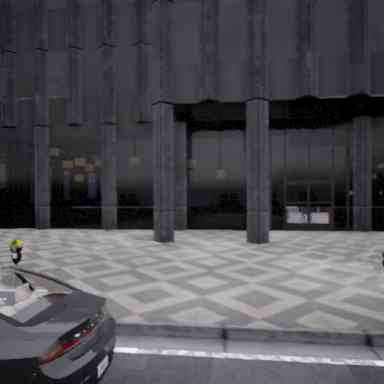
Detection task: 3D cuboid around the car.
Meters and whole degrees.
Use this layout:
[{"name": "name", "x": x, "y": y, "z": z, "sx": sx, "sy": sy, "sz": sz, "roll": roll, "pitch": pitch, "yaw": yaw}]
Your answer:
[{"name": "car", "x": -3.069, "y": 1.525, "z": 3.614, "sx": 4.403, "sy": 1.369, "sz": 2.008, "roll": 0, "pitch": 1, "yaw": 7}]
